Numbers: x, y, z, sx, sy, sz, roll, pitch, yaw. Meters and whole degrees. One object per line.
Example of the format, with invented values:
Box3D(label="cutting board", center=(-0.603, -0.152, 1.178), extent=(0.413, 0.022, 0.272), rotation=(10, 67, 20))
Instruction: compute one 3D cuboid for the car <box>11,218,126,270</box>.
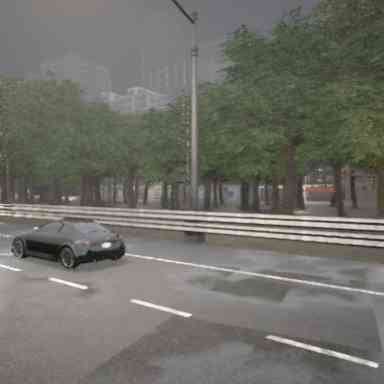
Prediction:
Box3D(label="car", center=(-4.202, 1.573, 11.165), extent=(4.181, 1.385, 1.994), rotation=(0, 0, 35))
